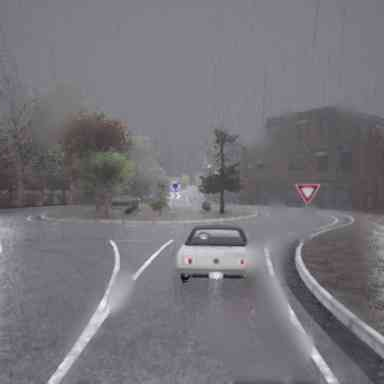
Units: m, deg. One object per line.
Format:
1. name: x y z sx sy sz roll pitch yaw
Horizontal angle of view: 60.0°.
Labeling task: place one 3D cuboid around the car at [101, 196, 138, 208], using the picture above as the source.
1. car: -9.296 1.232 42.000 4.892 1.490 1.837 1 0 -24

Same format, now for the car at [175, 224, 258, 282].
1. car: 0.749 1.586 9.693 1.895 1.301 4.718 0 0 5
